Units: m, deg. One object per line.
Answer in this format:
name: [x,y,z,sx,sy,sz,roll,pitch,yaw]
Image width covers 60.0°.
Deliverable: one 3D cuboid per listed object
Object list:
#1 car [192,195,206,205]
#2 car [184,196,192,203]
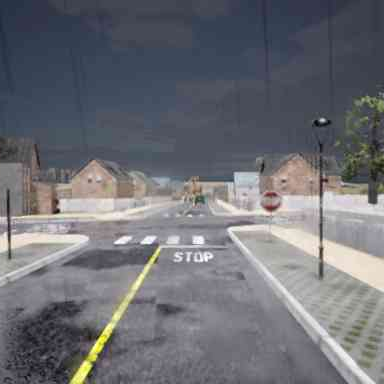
car: [1.722,1.668,71.190,2.150,2.045,5.566,0,-1,3]
car: [-0.825,1.631,75.457,2.128,1.511,4.902,0,-1,3]
